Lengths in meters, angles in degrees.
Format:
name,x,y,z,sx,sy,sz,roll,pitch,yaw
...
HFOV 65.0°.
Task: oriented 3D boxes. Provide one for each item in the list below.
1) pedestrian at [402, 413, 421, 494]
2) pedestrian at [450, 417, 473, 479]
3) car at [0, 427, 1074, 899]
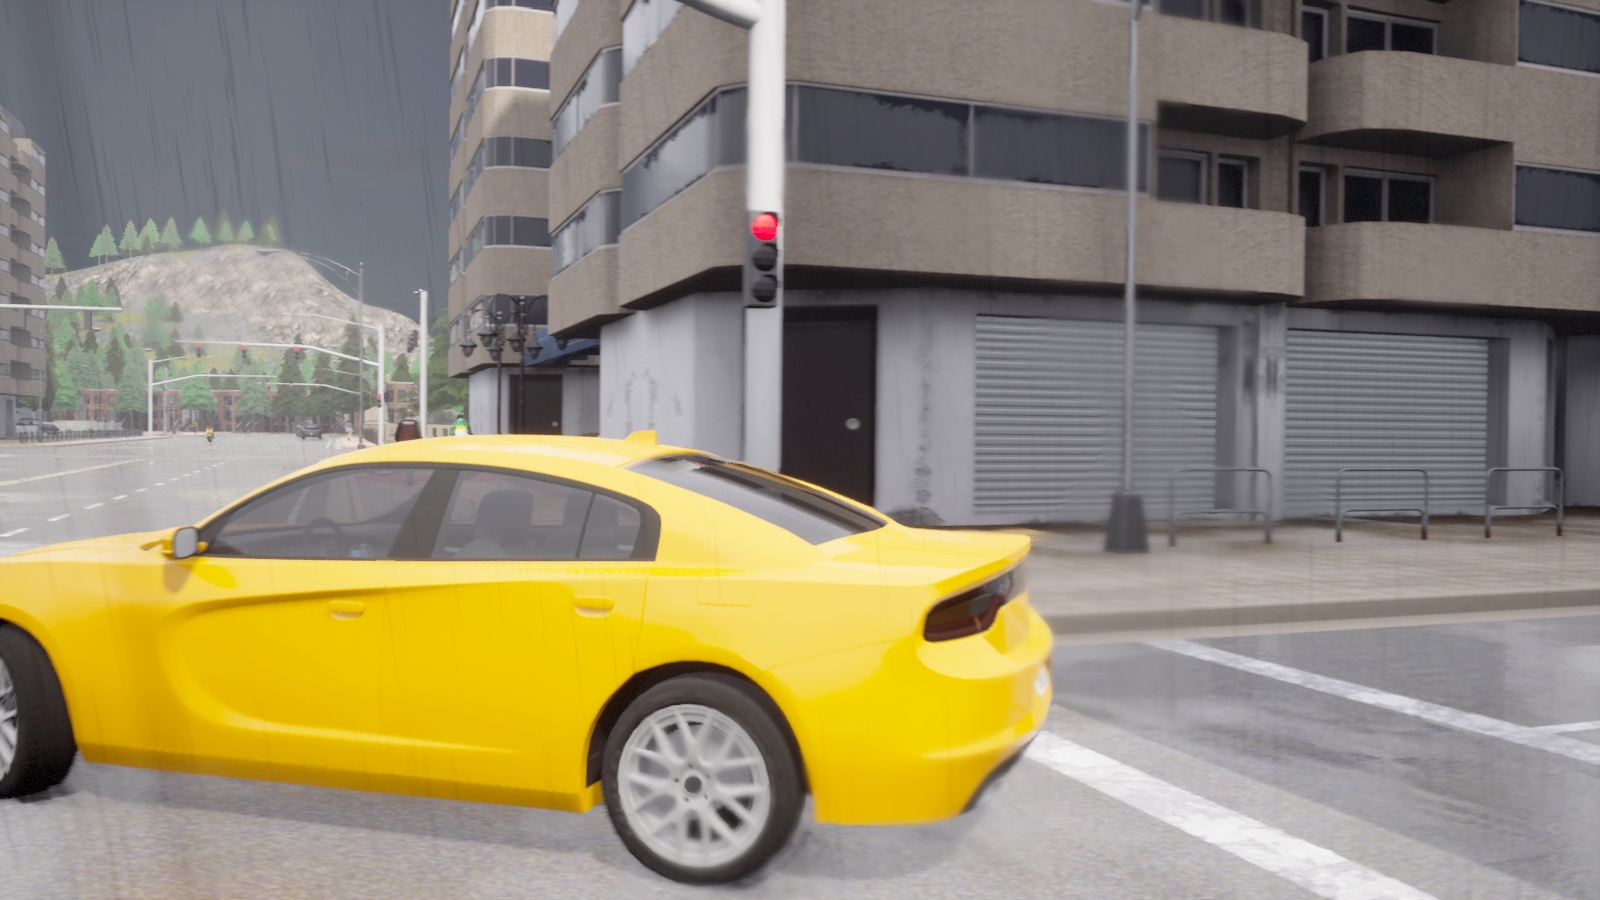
name,x,y,z,sx,sy,sz,roll,pitch,yaw
pedestrian,-9.036,0.079,29.216,0.376,1.854,0.720,-1,1,-20
pedestrian,-10.864,-0.083,40.272,0.659,1.952,0.873,-1,1,-18
car,-1.435,0.701,5.526,5.008,1.535,1.882,0,1,17
